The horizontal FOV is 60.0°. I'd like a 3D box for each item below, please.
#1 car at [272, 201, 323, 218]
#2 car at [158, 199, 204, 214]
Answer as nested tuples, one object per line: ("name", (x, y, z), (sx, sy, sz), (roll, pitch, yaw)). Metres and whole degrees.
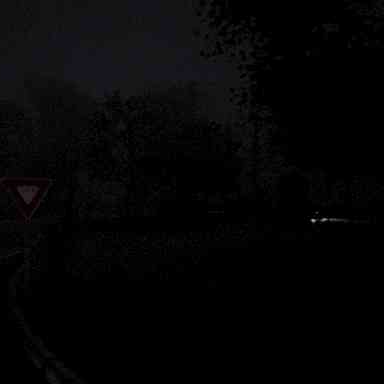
("car", (8.784, 1.471, 27.965), (1.994, 1.385, 4.181), (0, 0, -33))
("car", (-1.060, 1.476, 34.653), (4.892, 1.490, 1.837), (-1, 0, -7))
